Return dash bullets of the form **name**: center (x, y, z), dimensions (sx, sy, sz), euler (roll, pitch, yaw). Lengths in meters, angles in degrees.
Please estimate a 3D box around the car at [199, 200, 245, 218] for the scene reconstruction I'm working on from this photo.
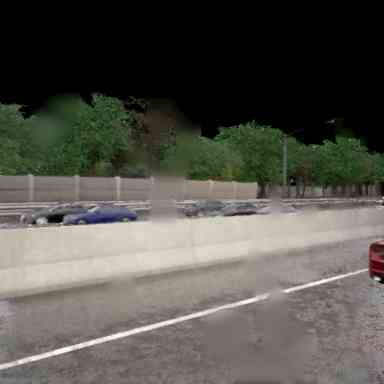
- **car**: center (3.153, 1.510, 23.396), dimensions (4.892, 1.490, 1.837), euler (0, 0, -35)

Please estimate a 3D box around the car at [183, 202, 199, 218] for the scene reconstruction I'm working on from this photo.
- **car**: center (1.383, 1.513, 30.531), dimensions (4.892, 1.490, 1.837), euler (0, 0, -37)

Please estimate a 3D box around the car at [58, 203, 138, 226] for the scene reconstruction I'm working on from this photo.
- **car**: center (-5.761, 1.526, 21.343), dimensions (4.674, 1.442, 1.812), euler (0, 0, -35)

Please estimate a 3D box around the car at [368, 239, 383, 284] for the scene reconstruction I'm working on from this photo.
- **car**: center (6.362, 1.480, 8.267), dimensions (5.008, 1.535, 1.882), euler (0, 0, -35)

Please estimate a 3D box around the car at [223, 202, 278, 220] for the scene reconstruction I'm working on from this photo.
- **car**: center (5.176, 1.612, 29.113), dimensions (4.718, 1.301, 1.895), euler (0, 0, -35)

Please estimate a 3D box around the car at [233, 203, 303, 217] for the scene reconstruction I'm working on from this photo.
- **car**: center (5.043, 1.531, 20.447), dimensions (4.674, 1.442, 1.812), euler (0, 0, -35)

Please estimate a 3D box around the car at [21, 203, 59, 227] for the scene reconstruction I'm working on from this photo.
- **car**: center (-8.845, 1.491, 22.578), dimensions (4.902, 1.511, 2.128), euler (0, 0, -38)
